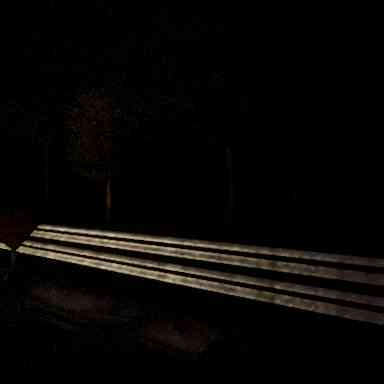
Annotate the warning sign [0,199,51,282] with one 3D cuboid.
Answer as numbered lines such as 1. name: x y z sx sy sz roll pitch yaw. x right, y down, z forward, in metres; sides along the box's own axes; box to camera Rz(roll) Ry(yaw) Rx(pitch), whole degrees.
1. warning sign: -4.447 1.114 8.330 1.060 1.860 1.300 0 0 35
